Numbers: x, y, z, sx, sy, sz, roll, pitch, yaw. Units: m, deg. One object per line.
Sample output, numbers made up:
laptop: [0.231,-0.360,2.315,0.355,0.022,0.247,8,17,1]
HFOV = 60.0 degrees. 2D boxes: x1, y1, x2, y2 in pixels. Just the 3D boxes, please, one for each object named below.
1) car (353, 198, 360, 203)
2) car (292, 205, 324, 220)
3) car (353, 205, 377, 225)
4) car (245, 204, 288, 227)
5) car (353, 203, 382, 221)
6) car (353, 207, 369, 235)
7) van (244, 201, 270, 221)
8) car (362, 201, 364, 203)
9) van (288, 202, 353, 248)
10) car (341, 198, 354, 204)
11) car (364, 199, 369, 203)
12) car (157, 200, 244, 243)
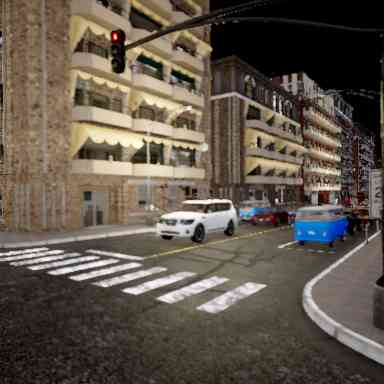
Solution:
car: [31.312,2.115,65.976,2.192,1.841,5.009,-2,-1,35]
car: [12.007,2.020,34.220,1.895,1.301,4.718,0,-1,36]
car: [12.522,1.910,25.030,1.802,1.307,4.206,-2,-2,35]
car: [6.205,1.882,26.050,1.994,1.385,4.181,0,-1,35]
car: [15.726,1.935,29.551,2.008,1.369,4.403,-2,-2,35]
car: [9.318,1.838,20.511,1.947,1.339,4.313,-2,-2,35]
van: [5.679,1.695,29.820,1.690,1.788,3.998,-2,-1,35]
car: [34.519,2.400,70.491,1.887,1.381,4.507,-2,-1,35]
van: [6.249,1.557,15.898,1.690,1.788,3.998,-2,-2,35]
car: [28.111,2.327,61.451,1.802,1.307,4.206,-2,-1,35]
car: [44.033,2.543,83.912,1.752,1.417,4.829,-2,-1,35]
car: [0.466,1.440,17.998,2.150,2.045,5.566,0,-1,34]
